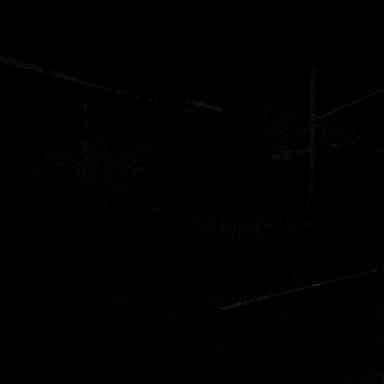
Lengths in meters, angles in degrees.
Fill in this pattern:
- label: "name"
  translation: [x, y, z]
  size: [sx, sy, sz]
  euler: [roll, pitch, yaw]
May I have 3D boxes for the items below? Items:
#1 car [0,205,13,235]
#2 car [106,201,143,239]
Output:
- label: "car"
  translation: [-11.453, 1.523, 18.621]
  size: [2.242, 1.667, 4.611]
  euler: [1, 0, -36]
- label: "car"
  translation: [-4.324, 1.448, 18.358]
  size: [1.905, 1.878, 3.866]
  euler: [1, 0, -36]
